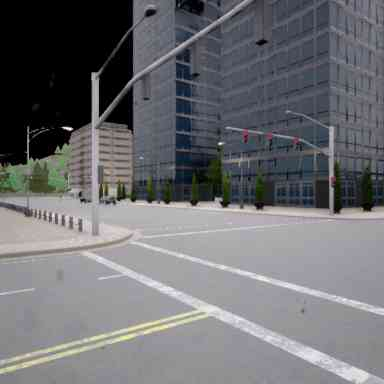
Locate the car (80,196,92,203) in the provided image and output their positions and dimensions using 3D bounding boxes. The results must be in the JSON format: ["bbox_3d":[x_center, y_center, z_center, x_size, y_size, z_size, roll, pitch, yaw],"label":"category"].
[{"bbox_3d":[-20.624,1.492,65.715,2.033,1.411,5.357,0,0,-33],"label":"car"}]

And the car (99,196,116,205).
[{"bbox_3d":[-14.656,1.449,57.203,1.837,1.490,4.892,0,0,-35],"label":"car"}]
